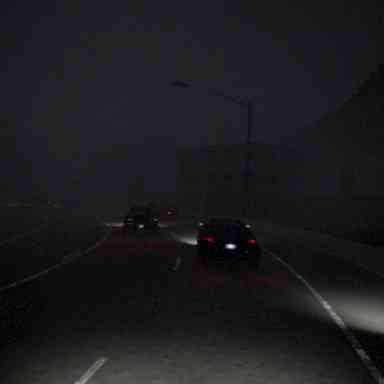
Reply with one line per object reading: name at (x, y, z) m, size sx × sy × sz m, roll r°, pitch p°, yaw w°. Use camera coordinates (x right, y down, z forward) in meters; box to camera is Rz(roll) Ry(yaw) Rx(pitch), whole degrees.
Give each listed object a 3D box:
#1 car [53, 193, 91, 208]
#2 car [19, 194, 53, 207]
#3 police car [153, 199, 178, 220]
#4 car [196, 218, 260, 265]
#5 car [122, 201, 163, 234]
car at (-14.640, 0.948, 41.402) m, size 4.553 × 1.767 × 2.097 m, roll 2°, pitch 0°, yaw 36°
car at (-18.579, 0.955, 39.790) m, size 4.892 × 1.490 × 1.837 m, roll 2°, pitch -1°, yaw 31°
police car at (-2.908, 1.402, 28.234) m, size 1.930 × 1.638 × 5.238 m, roll 2°, pitch 0°, yaw -26°
car at (1.197, 1.641, 12.168) m, size 1.994 × 1.385 × 4.181 m, roll 2°, pitch 0°, yaw 0°
car at (-2.940, 1.474, 18.647) m, size 1.812 × 1.442 × 4.674 m, roll 2°, pitch 0°, yaw -11°
